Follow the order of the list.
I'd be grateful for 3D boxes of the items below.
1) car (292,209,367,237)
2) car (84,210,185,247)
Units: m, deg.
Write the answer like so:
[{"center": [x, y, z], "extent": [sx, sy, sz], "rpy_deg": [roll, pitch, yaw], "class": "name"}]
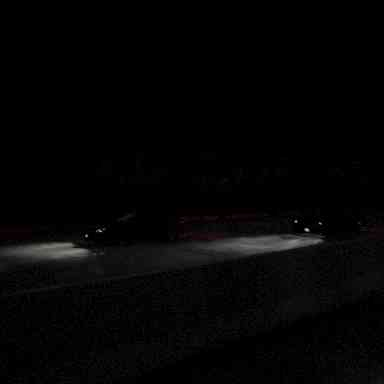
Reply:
[{"center": [7.665, 1.643, 18.395], "extent": [4.718, 1.301, 1.895], "rpy_deg": [0, 0, -37], "class": "car"}, {"center": [-2.494, 1.546, 15.200], "extent": [4.674, 1.442, 1.812], "rpy_deg": [0, 0, -36], "class": "car"}]
